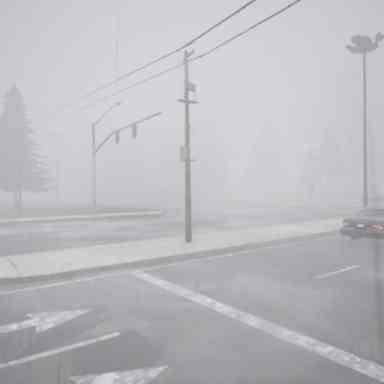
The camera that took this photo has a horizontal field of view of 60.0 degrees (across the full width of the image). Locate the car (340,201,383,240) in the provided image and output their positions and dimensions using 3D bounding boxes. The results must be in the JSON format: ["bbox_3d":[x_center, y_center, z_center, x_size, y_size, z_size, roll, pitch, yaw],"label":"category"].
[{"bbox_3d":[8.534,1.317,14.409,5.357,1.411,2.033,-1,1,-37],"label":"car"}]

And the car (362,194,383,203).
[{"bbox_3d":[25.775,0.874,46.536,4.718,1.301,1.895,-1,1,-35],"label":"car"}]
